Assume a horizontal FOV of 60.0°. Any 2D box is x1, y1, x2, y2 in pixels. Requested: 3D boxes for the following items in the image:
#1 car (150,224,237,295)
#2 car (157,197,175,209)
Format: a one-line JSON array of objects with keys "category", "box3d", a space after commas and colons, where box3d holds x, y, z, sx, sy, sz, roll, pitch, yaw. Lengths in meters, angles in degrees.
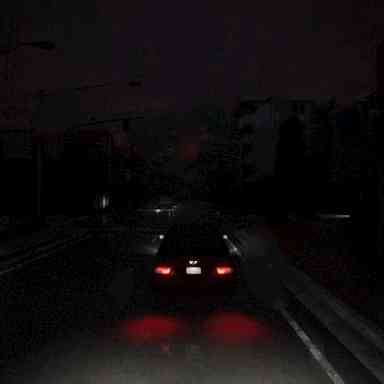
[{"category": "car", "box3d": [0.036, 1.557, 8.879, 2.033, 1.411, 5.357, 0, 0, 0]}, {"category": "car", "box3d": [-3.721, 1.573, 45.990, 1.812, 1.442, 4.674, 0, 0, 0]}]
